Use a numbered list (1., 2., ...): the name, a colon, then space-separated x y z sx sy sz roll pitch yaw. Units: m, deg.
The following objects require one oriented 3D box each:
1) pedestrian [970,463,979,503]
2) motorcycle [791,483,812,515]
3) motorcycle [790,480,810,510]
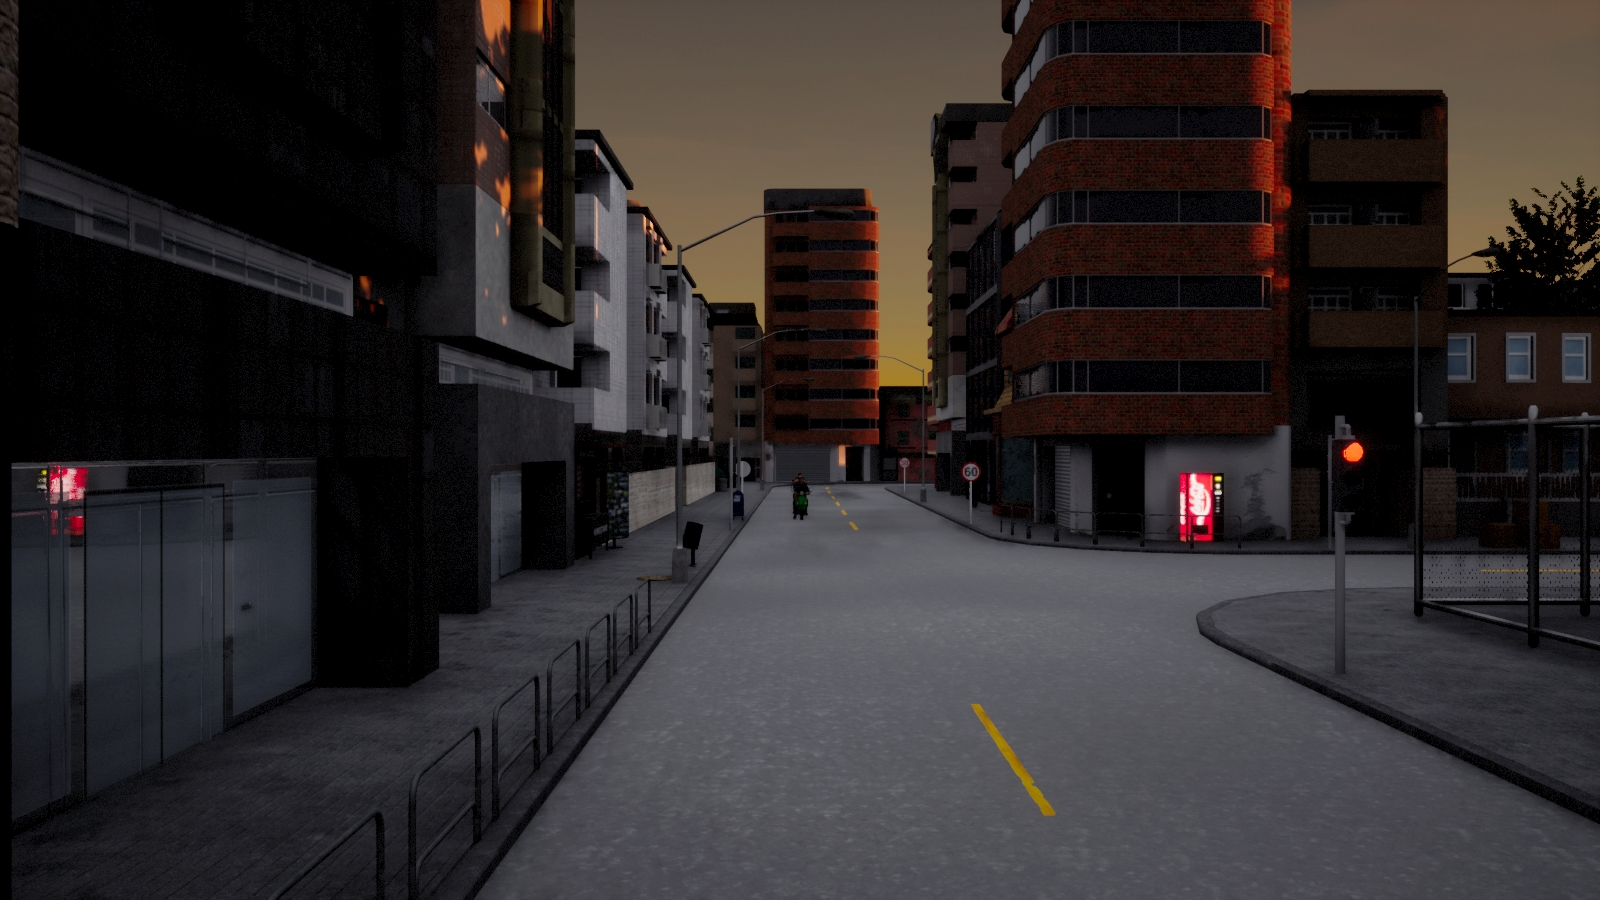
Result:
1. pedestrian: 8.066 1.533 52.827 0.375 1.860 0.375 0 0 6
2. motorcycle: 0.063 1.970 46.521 0.856 1.236 1.805 0 0 0
3. motorcycle: 0.019 1.970 50.389 0.856 1.236 1.805 0 0 0
